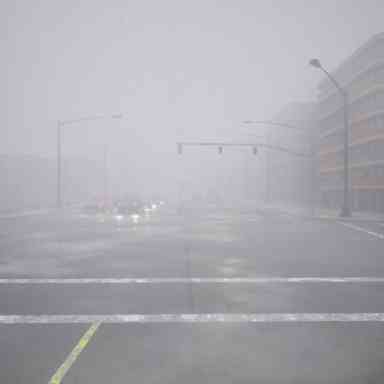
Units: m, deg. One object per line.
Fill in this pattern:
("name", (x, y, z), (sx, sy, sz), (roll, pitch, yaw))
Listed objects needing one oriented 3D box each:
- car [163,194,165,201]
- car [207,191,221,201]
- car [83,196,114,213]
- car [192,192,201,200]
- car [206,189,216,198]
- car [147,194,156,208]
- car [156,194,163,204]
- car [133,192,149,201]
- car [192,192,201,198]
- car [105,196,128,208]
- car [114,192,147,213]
("car", (-6.167, 1.012, 62.824), (1.895, 1.301, 4.718), (0, 1, 1))
("car", (4.494, 0.953, 64.002), (1.994, 1.385, 4.181), (0, 1, 0))
("car", (-9.811, 1.225, 34.876), (2.097, 1.767, 4.553), (0, 1, 0))
("car", (0.899, 0.959, 65.802), (1.895, 1.301, 4.718), (0, 1, 0))
("car", (4.437, 0.425, 75.928), (2.150, 2.045, 5.566), (0, 1, 0))
("car", (-6.281, 1.277, 43.414), (1.812, 1.442, 4.674), (0, 1, 0))
("car", (-6.242, 1.080, 52.695), (2.128, 1.511, 4.902), (0, 1, 0))
("car", (-9.661, 0.896, 63.214), (2.128, 1.511, 4.902), (0, 1, 1))
("car", (0.934, 0.649, 75.778), (2.033, 1.411, 5.357), (0, 1, 0))
("car", (-9.780, 1.314, 43.519), (1.994, 1.385, 4.181), (0, 1, 0))
("car", (-6.313, 1.226, 34.531), (2.097, 1.767, 4.553), (0, 1, 0))
